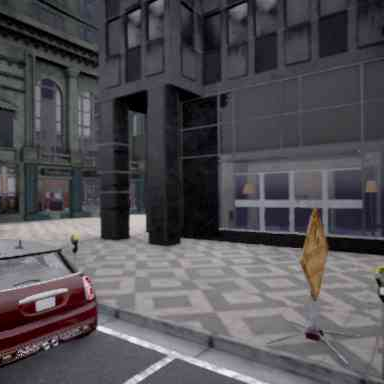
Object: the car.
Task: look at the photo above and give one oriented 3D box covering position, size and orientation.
[{"bbox_3d":[-3.477,1.493,5.446,4.097,1.590,1.967,-1,-1,35],"label":"car"}]
